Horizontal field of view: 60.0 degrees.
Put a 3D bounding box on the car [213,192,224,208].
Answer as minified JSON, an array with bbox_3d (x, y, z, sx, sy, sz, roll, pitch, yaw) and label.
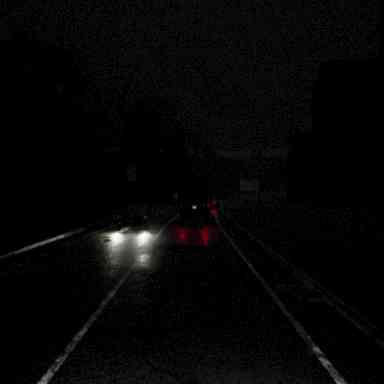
[{"bbox_3d":[2.553,1.216,42.838,1.801,1.575,5.366,1,2,12],"label":"car"}]

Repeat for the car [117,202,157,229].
[{"bbox_3d":[-3.459,1.419,21.570,1.882,1.535,5.008,0,0,2],"label":"car"}]

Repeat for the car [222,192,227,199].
[{"bbox_3d":[4.973,0.707,62.035,2.033,1.411,5.357,3,3,24],"label":"car"}]

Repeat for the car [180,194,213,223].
[{"bbox_3d":[0.307,1.155,25.137,2.150,2.045,5.566,0,-1,3],"label":"car"}]
